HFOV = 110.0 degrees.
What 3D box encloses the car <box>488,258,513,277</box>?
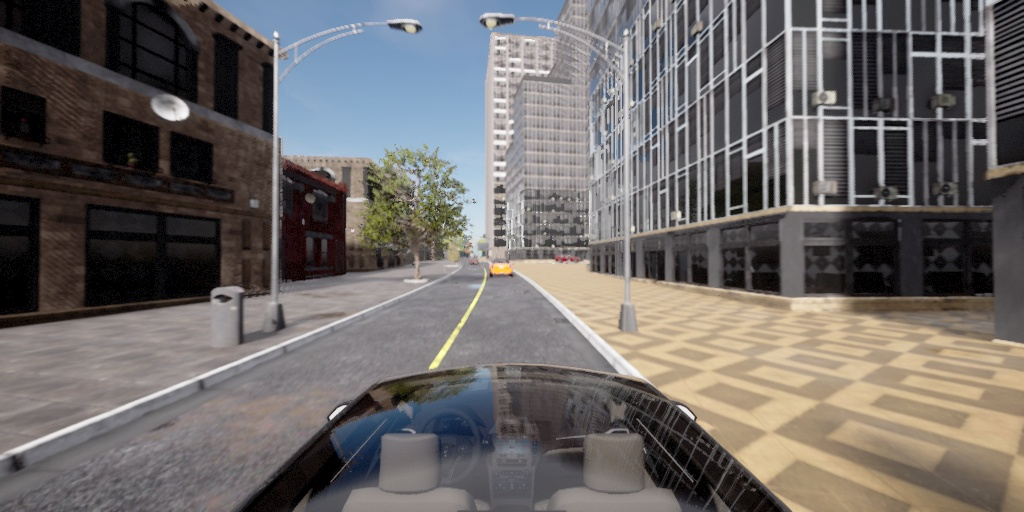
[{"bbox_3d":[-1.053,0.962,33.276,2.097,1.767,4.553,0,0,-4],"label":"car"}]
